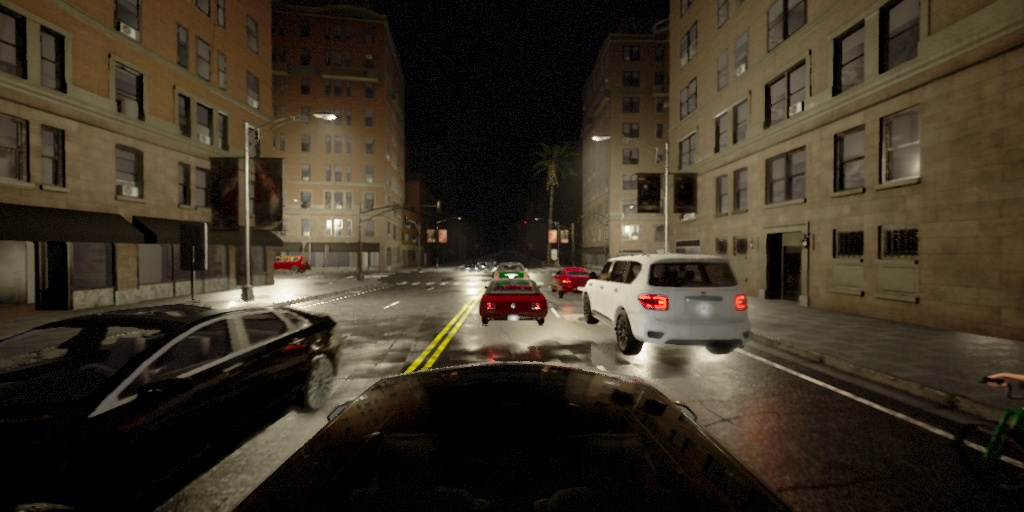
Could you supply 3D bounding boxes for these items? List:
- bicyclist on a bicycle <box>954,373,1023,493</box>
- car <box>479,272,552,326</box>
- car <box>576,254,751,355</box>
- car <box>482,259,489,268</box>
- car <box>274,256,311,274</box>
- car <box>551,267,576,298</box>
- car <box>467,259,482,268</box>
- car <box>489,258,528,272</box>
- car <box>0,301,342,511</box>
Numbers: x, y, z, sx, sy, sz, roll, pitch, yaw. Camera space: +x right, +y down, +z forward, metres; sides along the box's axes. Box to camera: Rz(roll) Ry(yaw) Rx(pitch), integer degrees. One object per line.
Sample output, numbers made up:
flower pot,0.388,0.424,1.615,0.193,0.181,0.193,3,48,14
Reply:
bicyclist on a bicycle,4.161,1.188,2.620,0.866,1.612,1.509,0,0,-1
car,0.022,1.372,11.792,1.895,1.301,4.718,0,0,-1
car,3.285,0.986,8.873,2.150,2.045,5.566,0,0,-1
car,-3.781,1.240,64.755,2.097,1.767,4.553,0,0,0
car,-24.176,0.925,38.096,5.009,1.841,2.192,0,0,-9
car,3.122,1.312,18.558,1.812,1.442,4.674,0,0,0
car,-7.030,1.393,64.687,1.837,1.490,4.892,0,0,0
car,-0.113,1.144,20.932,2.097,1.767,4.553,0,0,-2
car,-3.356,1.246,3.228,2.128,1.511,4.902,0,0,0
